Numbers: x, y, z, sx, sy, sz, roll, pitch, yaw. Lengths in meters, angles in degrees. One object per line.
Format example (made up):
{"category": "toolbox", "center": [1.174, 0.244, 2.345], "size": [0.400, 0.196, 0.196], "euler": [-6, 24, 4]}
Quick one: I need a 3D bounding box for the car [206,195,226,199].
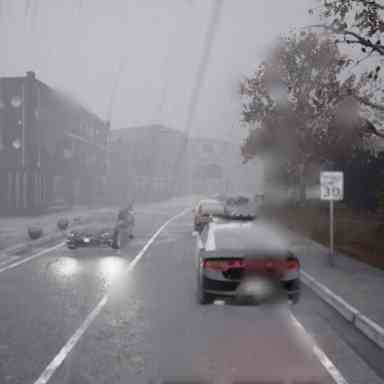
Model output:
{"category": "car", "center": [1.262, 1.264, 23.779], "size": [1.882, 1.535, 5.008], "euler": [0, 1, 4]}

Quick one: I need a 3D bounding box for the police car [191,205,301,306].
{"category": "police car", "center": [1.033, 1.352, 8.087], "size": [1.930, 1.638, 5.238], "euler": [0, 1, 0]}

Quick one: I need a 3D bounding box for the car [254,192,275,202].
{"category": "car", "center": [12.050, 0.785, 55.322], "size": [1.837, 1.490, 4.892], "euler": [0, 1, 40]}

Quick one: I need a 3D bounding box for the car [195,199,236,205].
{"category": "car", "center": [1.042, 1.345, 17.933], "size": [1.837, 1.490, 4.892], "euler": [0, 1, 1]}

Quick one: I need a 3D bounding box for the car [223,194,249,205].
{"category": "car", "center": [6.399, 1.097, 46.166], "size": [1.895, 1.301, 4.718], "euler": [0, 1, 28]}

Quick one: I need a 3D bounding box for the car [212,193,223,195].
{"category": "car", "center": [4.146, 0.918, 55.358], "size": [1.812, 1.442, 4.674], "euler": [-1, 1, 37]}

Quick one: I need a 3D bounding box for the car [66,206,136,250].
{"category": "car", "center": [-3.565, 1.382, 13.768], "size": [1.837, 1.490, 4.892], "euler": [0, 1, 1]}
